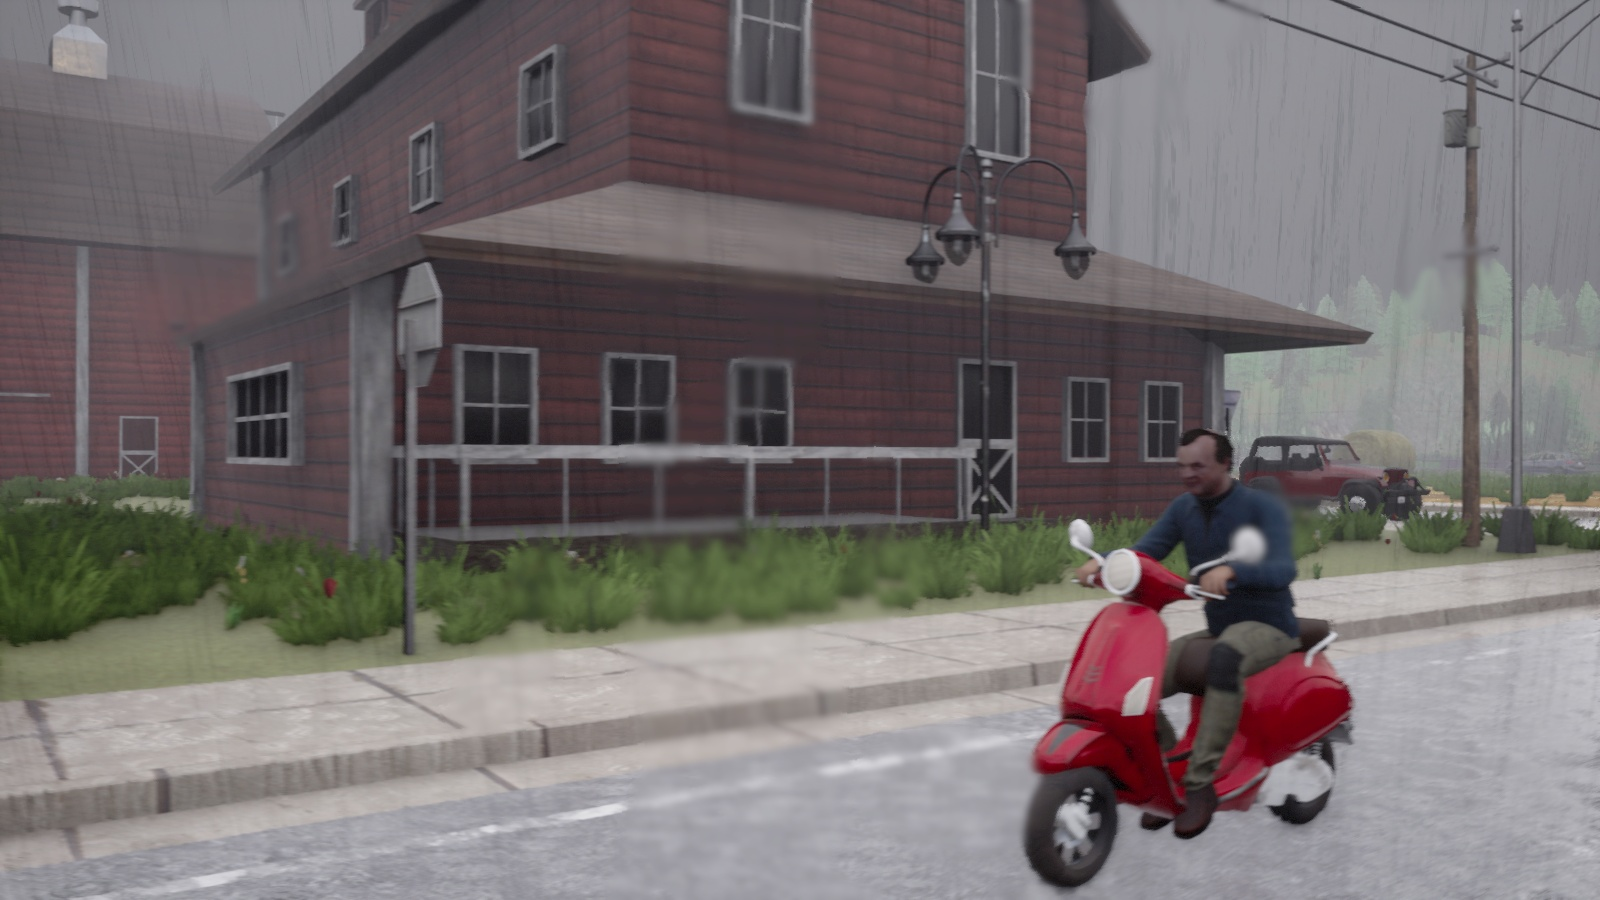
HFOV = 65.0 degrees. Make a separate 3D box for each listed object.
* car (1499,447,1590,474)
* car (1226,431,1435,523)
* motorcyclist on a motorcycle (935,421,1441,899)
[{"bbox_3d":[48.497,0.661,81.890,2.242,1.667,4.611,0,0,-32],"label":"car"},{"bbox_3d":[11.713,0.560,27.928,1.905,1.878,3.866,0,0,-36],"label":"car"},{"bbox_3d":[1.481,0.707,4.689,1.817,1.590,0.866,0,0,-35],"label":"motorcyclist on a motorcycle"}]
